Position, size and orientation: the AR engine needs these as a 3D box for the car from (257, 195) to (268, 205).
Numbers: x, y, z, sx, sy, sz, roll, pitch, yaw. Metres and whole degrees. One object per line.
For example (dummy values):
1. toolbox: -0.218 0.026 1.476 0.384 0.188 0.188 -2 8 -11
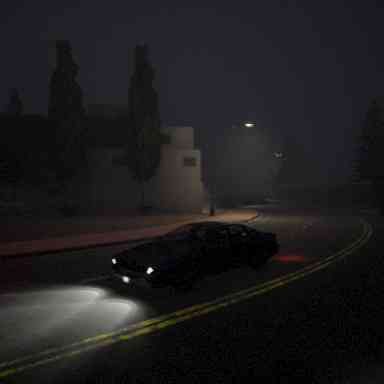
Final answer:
1. car: 11.423 1.286 57.286 2.097 1.767 4.553 0 0 -9

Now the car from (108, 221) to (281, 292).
1. car: 0.416 1.550 9.291 5.357 1.411 2.033 0 0 -45

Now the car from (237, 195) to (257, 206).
1. car: 8.428 1.463 53.887 1.837 1.490 4.892 0 -1 -9

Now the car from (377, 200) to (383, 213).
1. car: 19.847 1.212 32.498 2.097 1.767 4.553 -1 0 10
